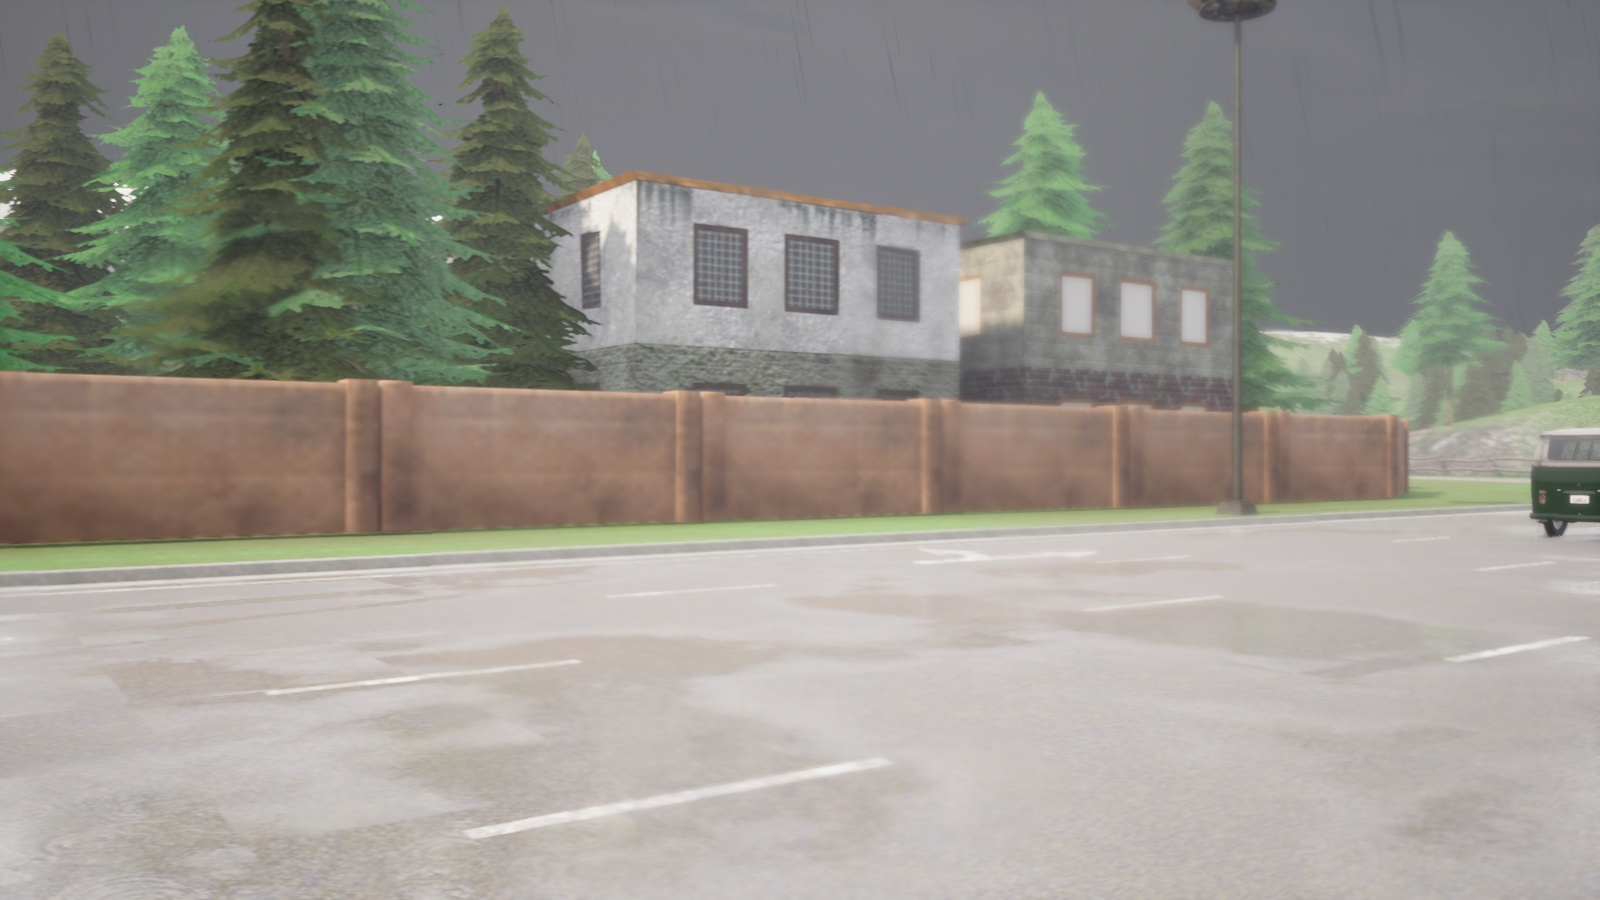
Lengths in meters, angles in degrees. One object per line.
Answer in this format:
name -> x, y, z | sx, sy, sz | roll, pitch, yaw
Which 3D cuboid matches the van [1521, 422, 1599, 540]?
van -> 15.045, 0.521, 22.677 | 4.442, 1.987, 1.775 | 0, 0, -35
